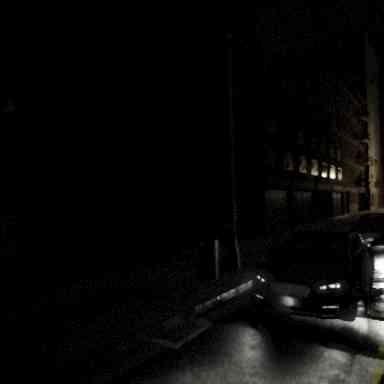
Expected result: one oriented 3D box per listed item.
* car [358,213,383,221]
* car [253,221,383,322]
[{"bbox_3d":[8.895,1.759,15.904,2.128,1.511,4.902,-3,-2,36],"label":"car"},{"bbox_3d":[3.059,1.658,7.807,2.128,1.511,4.902,-2,-2,34],"label":"car"}]
